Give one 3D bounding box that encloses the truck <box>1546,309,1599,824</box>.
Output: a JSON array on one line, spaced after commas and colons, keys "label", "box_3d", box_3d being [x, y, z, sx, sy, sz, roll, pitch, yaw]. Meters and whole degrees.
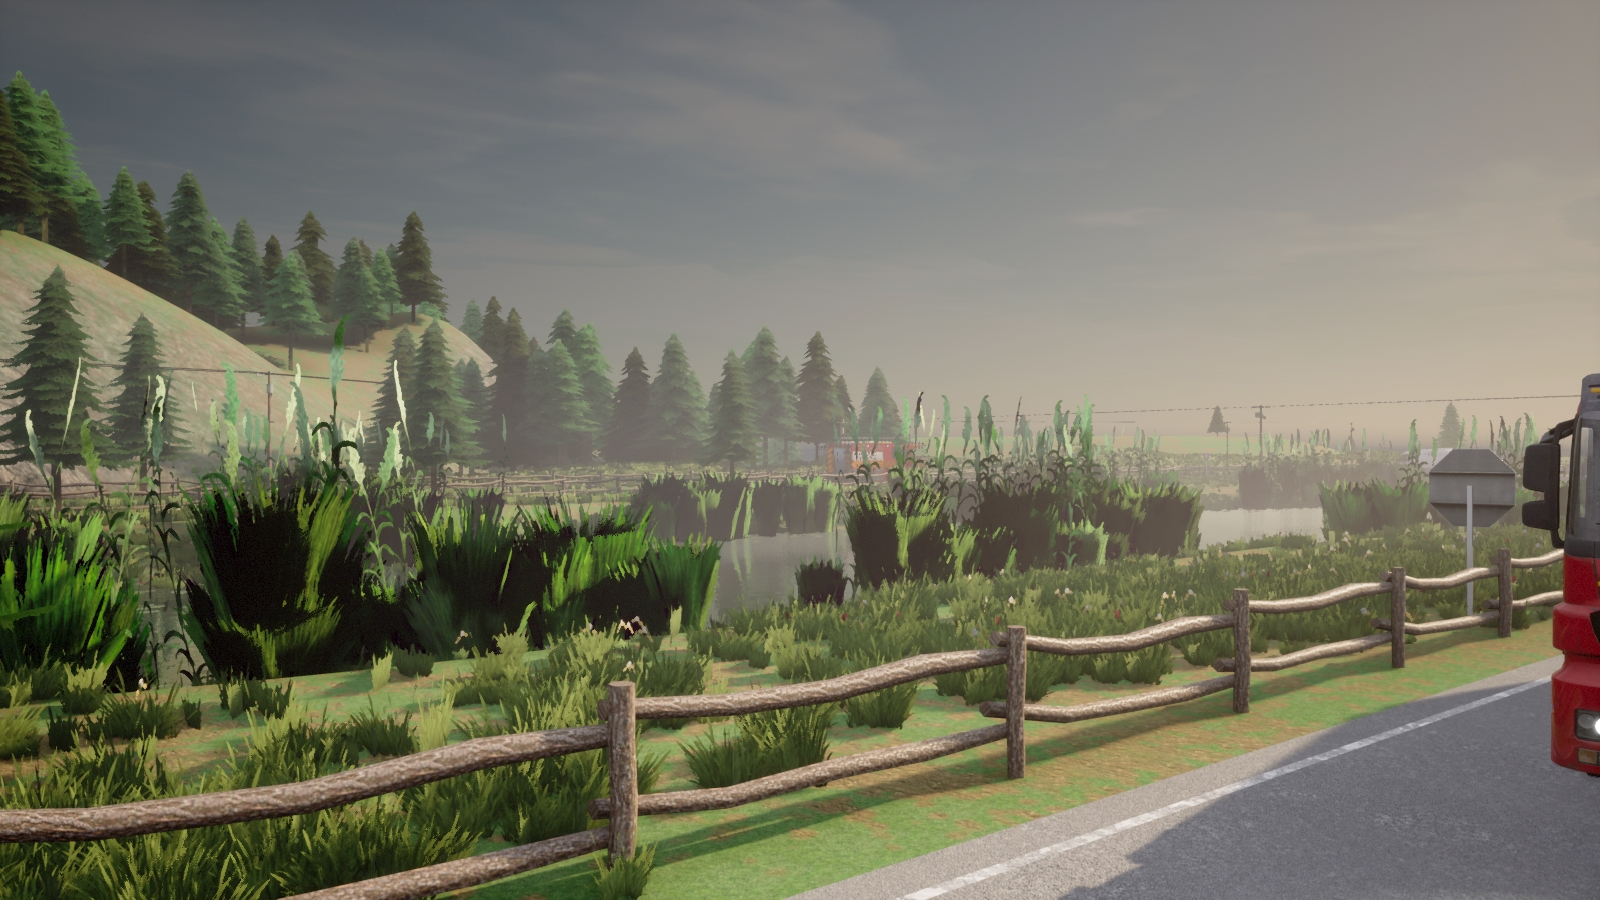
[{"label": "truck", "box_3d": [9.557, 0.862, 10.963, 2.891, 3.827, 8.468, 0, 0, 41]}]
